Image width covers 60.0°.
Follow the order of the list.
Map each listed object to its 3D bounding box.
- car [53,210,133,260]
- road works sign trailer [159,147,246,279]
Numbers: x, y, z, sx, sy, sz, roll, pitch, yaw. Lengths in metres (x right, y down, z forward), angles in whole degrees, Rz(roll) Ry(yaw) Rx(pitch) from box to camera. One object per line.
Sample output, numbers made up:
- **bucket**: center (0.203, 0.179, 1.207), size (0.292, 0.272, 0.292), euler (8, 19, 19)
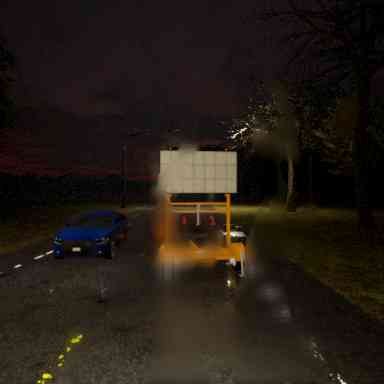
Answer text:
- **car**: center (-3.523, 1.473, 12.625), size (1.882, 1.535, 5.008), euler (0, 0, 0)
- **road works sign trailer**: center (0.177, 0.461, 10.104), size (2.380, 3.560, 2.880), euler (0, 0, -8)
